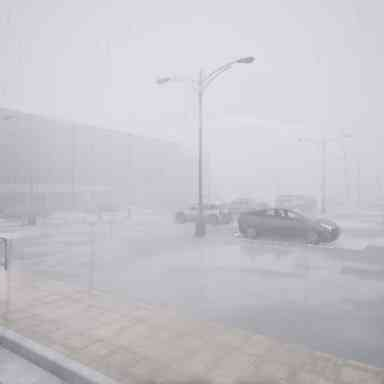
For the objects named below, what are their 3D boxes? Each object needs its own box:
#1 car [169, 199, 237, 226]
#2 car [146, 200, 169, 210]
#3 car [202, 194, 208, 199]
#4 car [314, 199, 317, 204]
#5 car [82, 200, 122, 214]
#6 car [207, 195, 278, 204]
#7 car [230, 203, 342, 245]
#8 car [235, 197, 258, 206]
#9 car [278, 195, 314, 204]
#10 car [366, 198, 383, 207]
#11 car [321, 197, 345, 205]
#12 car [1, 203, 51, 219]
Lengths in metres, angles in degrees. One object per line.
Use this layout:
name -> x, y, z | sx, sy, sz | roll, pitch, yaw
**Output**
car -> 0.731, 1.424, 22.436 | 3.806, 1.475, 1.970 | 0, 0, 35
car -> -4.523, 1.740, 46.326 | 1.994, 1.385, 4.181 | 0, 0, 36
car -> 3.336, 1.398, 51.059 | 2.150, 2.045, 5.566 | 0, 0, 35
car -> 12.883, 1.289, 40.931 | 4.605, 1.855, 1.932 | 0, 0, 35
car -> -10.302, 1.681, 38.172 | 1.837, 1.490, 4.892 | 0, 0, 35
car -> 4.167, 1.345, 27.866 | 5.027, 1.636, 2.152 | 0, 0, 35
car -> 4.378, 1.490, 15.379 | 4.514, 1.523, 2.007 | 0, 0, 35
car -> 10.013, 1.668, 60.538 | 2.128, 1.511, 4.902 | 0, 0, 35
car -> 11.544, 1.269, 38.320 | 3.866, 1.878, 1.905 | 0, 0, 35
car -> 28.055, 1.576, 49.322 | 3.806, 1.475, 1.970 | 0, 0, 35
car -> 23.710, 1.565, 56.035 | 3.633, 1.501, 1.845 | 0, 0, 35
car -> -15.376, 1.740, 30.987 | 1.994, 1.385, 4.181 | 0, 0, 35
